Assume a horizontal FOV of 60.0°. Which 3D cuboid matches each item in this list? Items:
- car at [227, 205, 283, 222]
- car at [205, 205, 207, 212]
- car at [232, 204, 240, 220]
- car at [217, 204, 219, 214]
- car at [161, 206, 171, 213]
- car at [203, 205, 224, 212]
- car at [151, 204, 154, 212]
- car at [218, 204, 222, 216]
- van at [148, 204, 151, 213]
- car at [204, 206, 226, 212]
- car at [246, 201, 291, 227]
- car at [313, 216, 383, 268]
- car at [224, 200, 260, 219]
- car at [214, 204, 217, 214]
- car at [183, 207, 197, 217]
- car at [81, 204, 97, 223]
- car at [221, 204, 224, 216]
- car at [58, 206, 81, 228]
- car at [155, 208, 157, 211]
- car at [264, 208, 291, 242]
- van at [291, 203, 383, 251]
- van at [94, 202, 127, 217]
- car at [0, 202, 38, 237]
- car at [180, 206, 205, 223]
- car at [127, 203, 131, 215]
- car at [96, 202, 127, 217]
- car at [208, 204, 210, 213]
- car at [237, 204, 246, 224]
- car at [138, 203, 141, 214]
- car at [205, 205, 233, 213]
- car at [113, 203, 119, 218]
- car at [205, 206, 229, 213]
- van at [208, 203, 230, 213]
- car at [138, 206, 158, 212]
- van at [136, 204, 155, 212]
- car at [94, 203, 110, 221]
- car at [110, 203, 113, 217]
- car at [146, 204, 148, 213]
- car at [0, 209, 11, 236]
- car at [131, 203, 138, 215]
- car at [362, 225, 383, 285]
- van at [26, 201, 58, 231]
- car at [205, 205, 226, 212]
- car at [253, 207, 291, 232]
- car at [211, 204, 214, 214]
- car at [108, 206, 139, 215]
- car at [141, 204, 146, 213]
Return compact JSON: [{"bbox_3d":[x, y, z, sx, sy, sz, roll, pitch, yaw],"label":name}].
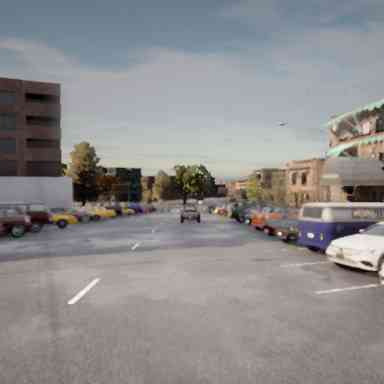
[{"bbox_3d":[6.417,2.155,33.805,5.366,1.575,1.946,1,-2,-20],"label":"car"},{"bbox_3d":[5.792,3.473,65.994,5.008,1.535,2.097,2,-2,-21],"label":"car"},{"bbox_3d":[6.291,1.976,27.880,4.892,1.521,2.231,1,-2,-20],"label":"car"},{"bbox_3d":[6.118,2.342,42.538,4.553,1.767,2.185,2,-3,-21],"label":"car"},{"bbox_3d":[-5.595,3.738,71.484,2.128,1.511,4.902,0,-3,0],"label":"car"},{"bbox_3d":[5.382,4.119,83.637,4.553,1.767,2.185,2,-3,-21],"label":"car"},{"bbox_3d":[-11.769,3.825,75.595,4.553,1.767,2.185,0,-2,-19],"label":"car"},{"bbox_3d":[6.175,2.357,39.604,5.008,1.535,2.097,2,-3,-21],"label":"car"},{"bbox_3d":[-11.939,3.592,72.548,4.442,1.987,1.878,0,-2,-19],"label":"van"},{"bbox_3d":[5.504,4.146,80.704,4.792,1.488,2.163,2,-3,-21],"label":"car"},{"bbox_3d":[6.311,1.694,22.008,4.553,1.767,2.185,1,-2,-20],"label":"car"},{"bbox_3d":[6.402,1.623,10.276,4.674,1.452,2.002,1,-1,-20],"label":"car"},{"bbox_3d":[6.301,1.813,30.833,5.566,2.045,2.435,2,-2,-20],"label":"car"},{"bbox_3d":[6.042,2.580,48.399,4.553,1.767,2.185,2,-3,-21],"label":"car"},{"bbox_3d":[-0.272,2.717,45.377,1.895,1.301,4.718,0,-2,0],"label":"car"},{"bbox_3d":[-11.514,2.123,30.631,4.792,1.488,2.163,0,-2,-20],"label":"car"},{"bbox_3d":[6.220,2.254,36.675,5.008,1.535,2.097,2,-2,-20],"label":"car"},{"bbox_3d":[-11.320,1.916,24.705,5.366,1.575,1.946,0,-2,-20],"label":"car"},{"bbox_3d":[-11.709,3.964,81.602,5.566,2.045,2.435,0,-3,-19],"label":"car"},{"bbox_3d":[6.380,1.689,16.146,5.008,1.535,2.097,1,-1,-20],"label":"car"},{"bbox_3d":[6.498,1.410,13.257,4.442,1.987,1.878,1,-1,-20],"label":"van"},{"bbox_3d":[-11.857,2.535,48.527,4.442,1.987,1.878,0,-2,-21],"label":"van"},{"bbox_3d":[-11.424,1.646,18.661,4.553,1.767,2.185,0,-1,-20],"label":"car"},{"bbox_3d":[-0.152,2.124,32.018,2.128,1.511,4.902,0,-2,0],"label":"car"},{"bbox_3d":[-11.531,2.632,45.634,5.366,1.575,1.946,0,-3,-21],"label":"car"},{"bbox_3d":[-11.695,2.262,42.576,5.566,2.045,2.435,0,-2,-21],"label":"car"},{"bbox_3d":[5.933,3.089,57.196,4.892,1.521,2.231,2,-3,-21],"label":"car"},{"bbox_3d":[6.314,1.897,24.943,4.892,1.521,2.231,1,-2,-20],"label":"car"},{"bbox_3d":[-11.858,2.772,54.545,5.566,2.045,2.435,0,-2,-21],"label":"car"},{"bbox_3d":[5.554,3.593,68.860,5.366,1.575,1.946,2,-2,-21],"label":"car"},{"bbox_3d":[-11.807,2.395,39.523,5.366,1.575,1.946,0,-2,-21],"label":"car"},{"bbox_3d":[5.615,3.858,74.799,5.008,1.535,2.097,2,-2,-21],"label":"car"},{"bbox_3d":[5.781,3.507,71.913,4.442,1.987,1.878,2,-3,-21],"label":"van"},{"bbox_3d":[-11.659,4.478,87.568,5.008,1.535,2.097,0,-2,-19],"label":"car"},{"bbox_3d":[-11.810,4.121,84.541,4.442,1.987,1.878,0,-2,-19],"label":"van"},{"bbox_3d":[-11.397,2.184,33.674,5.366,1.575,1.946,0,-2,-20],"label":"car"},{"bbox_3d":[-11.772,2.288,36.534,5.366,1.575,1.946,0,-2,-21],"label":"car"},{"bbox_3d":[-11.876,3.555,66.577,4.892,1.521,2.231,0,-3,-20],"label":"car"},{"bbox_3d":[-11.433,1.747,15.658,4.674,1.452,2.002,0,-1,-20],"label":"car"},{"bbox_3d":[-11.615,2.889,51.621,5.366,1.575,1.946,0,-3,-21],"label":"car"},{"bbox_3d":[6.412,1.578,7.337,4.674,1.452,2.002,1,-1,-20],"label":"car"},{"bbox_3d":[-11.367,1.615,21.695,4.442,1.987,1.878,0,-2,-20],"label":"van"},{"bbox_3d":[5.515,3.861,77.744,4.553,1.767,2.185,2,-3,-21],"label":"car"},{"bbox_3d":[6.331,1.782,19.062,4.792,1.488,2.163,1,-1,-20],"label":"car"},{"bbox_3d":[6.022,2.832,51.332,5.008,1.535,2.097,2,-3,-21],"label":"car"},{"bbox_3d":[-11.856,3.157,57.546,4.892,1.521,2.231,0,-2,-21],"label":"car"},{"bbox_3d":[-11.903,3.037,60.558,5.566,2.045,2.435,0,-2,-20],"label":"car"}]
